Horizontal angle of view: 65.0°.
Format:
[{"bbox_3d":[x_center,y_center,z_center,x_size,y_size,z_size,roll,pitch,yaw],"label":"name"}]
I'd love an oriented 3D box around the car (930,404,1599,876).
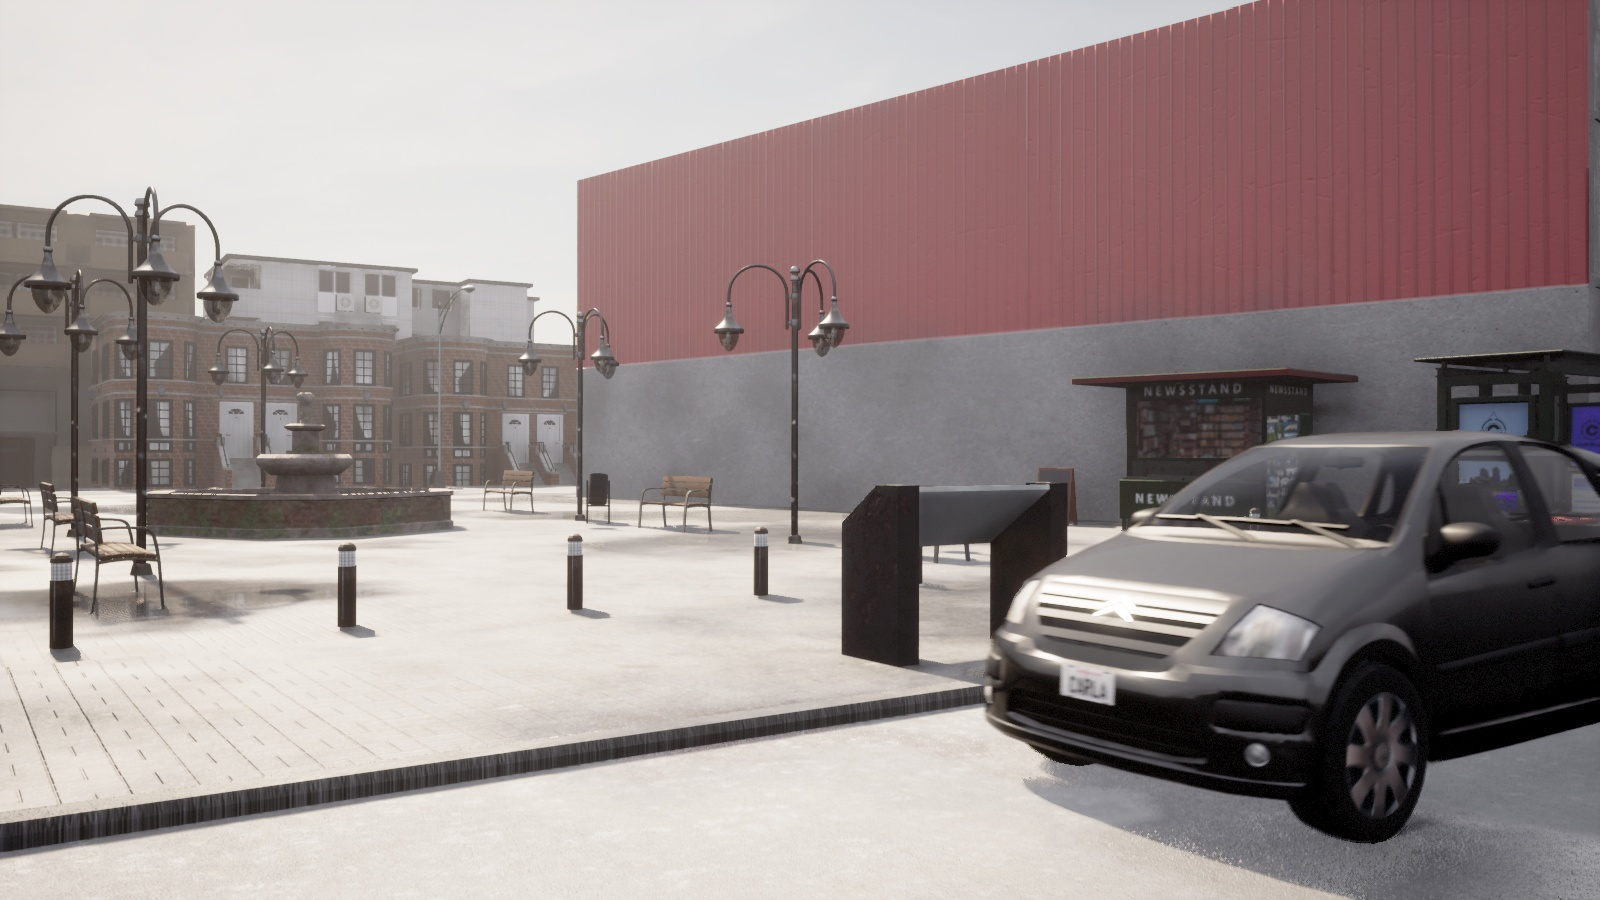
[{"bbox_3d":[2.771,0.652,6.204,3.988,1.617,1.851,0,0,-35],"label":"car"}]
